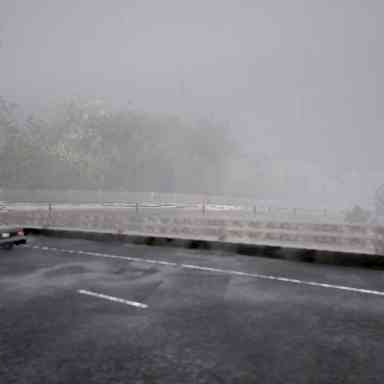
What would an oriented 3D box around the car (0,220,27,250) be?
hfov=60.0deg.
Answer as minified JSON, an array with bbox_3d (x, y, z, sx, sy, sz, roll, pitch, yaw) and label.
[{"bbox_3d":[-9.145,1.686,13.600,5.357,1.411,2.033,-1,0,28],"label":"car"}]
